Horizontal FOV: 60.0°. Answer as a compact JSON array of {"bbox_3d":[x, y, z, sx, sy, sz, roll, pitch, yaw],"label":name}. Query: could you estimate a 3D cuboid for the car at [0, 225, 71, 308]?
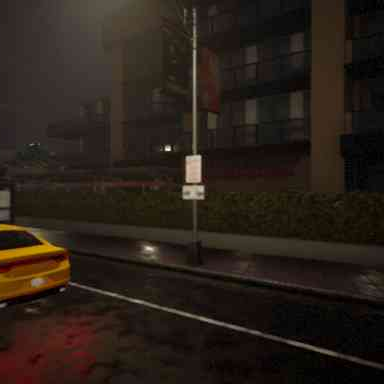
[{"bbox_3d":[-4.802,1.472,7.432,5.008,1.535,1.882,0,0,35],"label":"car"}]
